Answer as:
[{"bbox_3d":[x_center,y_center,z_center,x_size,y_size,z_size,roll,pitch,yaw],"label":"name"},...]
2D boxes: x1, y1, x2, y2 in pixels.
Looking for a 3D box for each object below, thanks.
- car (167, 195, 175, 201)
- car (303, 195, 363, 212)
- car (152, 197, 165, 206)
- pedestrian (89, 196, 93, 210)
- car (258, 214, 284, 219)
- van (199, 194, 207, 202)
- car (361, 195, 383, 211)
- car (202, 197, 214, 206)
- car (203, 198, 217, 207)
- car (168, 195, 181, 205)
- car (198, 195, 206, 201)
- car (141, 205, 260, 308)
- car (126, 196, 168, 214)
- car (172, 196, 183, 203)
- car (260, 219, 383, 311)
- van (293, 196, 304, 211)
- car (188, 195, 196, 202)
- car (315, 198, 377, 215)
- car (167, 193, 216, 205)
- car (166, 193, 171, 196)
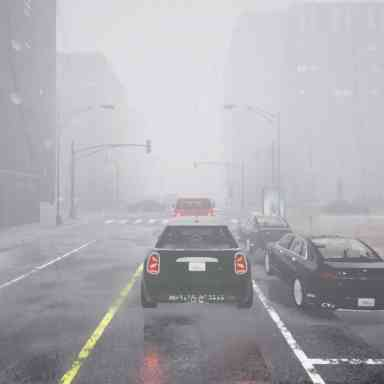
[{"bbox_3d":[-5.708,1.603,90.366,1.947,1.339,4.313,1,0,0],"label":"car"},{"bbox_3d":[14.977,1.385,35.553,5.008,1.535,1.882,0,-1,2],"label":"car"},{"bbox_3d":[-5.697,1.566,56.940,1.887,1.381,4.507,1,0,0],"label":"car"},{"bbox_3d":[-12.542,1.348,41.291,0.375,1.860,0.375,0,0,0],"label":"pedestrian"},{"bbox_3d":[2.826,1.555,13.139,2.008,1.369,4.403,1,0,0],"label":"car"},{"bbox_3d":[2.678,1.373,79.188,1.690,1.788,3.998,1,0,0],"label":"van"},{"bbox_3d":[19.279,1.228,38.117,5.009,1.841,2.192,0,0,0],"label":"car"},{"bbox_3d":[2.683,1.603,56.902,1.802,1.307,4.206,1,0,0],"label":"car"},{"bbox_3d":[2.685,1.585,51.331,1.947,1.339,4.313,1,0,0],"label":"car"},{"bbox_3d":[-3.088,1.375,60.590,2.097,1.767,4.553,0,0,0],"label":"car"},{"bbox_3d":[2.672,1.582,90.329,1.887,1.381,4.507,1,0,0],"label":"car"},{"bbox_3d":[0.098,1.354,8.065,2.097,1.767,4.553,0,0,0],"label":"car"},{"bbox_3d":[-4.536,1.533,35.403,5.008,1.535,1.882,0,0,-32],"label":"car"},{"bbox_3d":[-3.022,1.553,70.660,2.128,1.511,4.902,0,0,0],"label":"car"},{"bbox_3d":[2.828,1.553,7.569,2.008,1.369,4.403,1,0,0],"label":"car"},{"bbox_3d":[13.752,1.296,38.155,3.998,1.788,1.690,0,0,0],"label":"van"},{"bbox_3d":[-0.026,1.532,79.951,1.837,1.490,4.892,0,0,0],"label":"car"},{"bbox_3d":[13.694,1.413,29.773,4.206,1.307,1.802,0,0,0],"label":"car"},{"bbox_3d":[0.082,1.228,17.536,2.150,2.045,5.566,0,0,0],"label":"car"},{"bbox_3d":[-3.137,1.240,51.021,2.150,2.045,5.566,0,0,0],"label":"car"}]
